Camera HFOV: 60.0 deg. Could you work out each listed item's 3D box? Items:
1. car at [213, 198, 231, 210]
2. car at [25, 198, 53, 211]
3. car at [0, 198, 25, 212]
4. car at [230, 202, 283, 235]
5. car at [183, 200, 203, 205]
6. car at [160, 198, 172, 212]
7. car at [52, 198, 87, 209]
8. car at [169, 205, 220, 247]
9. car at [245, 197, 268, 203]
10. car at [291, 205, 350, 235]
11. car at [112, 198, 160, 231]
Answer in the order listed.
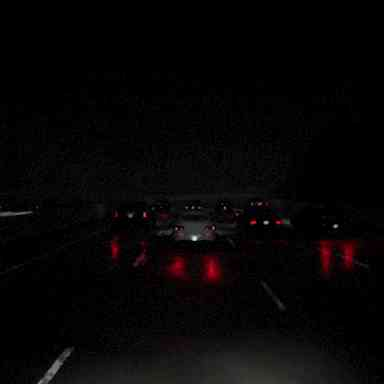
[{"bbox_3d":[3.603,1.483,38.825,1.837,1.490,4.892,0,0,0],"label":"car"},{"bbox_3d":[-17.577,1.469,40.233,2.128,1.511,4.902,0,0,0],"label":"car"},{"bbox_3d":[-21.081,1.471,39.190,2.128,1.511,4.902,0,0,0],"label":"car"},{"bbox_3d":[3.601,1.537,18.649,2.033,1.411,5.357,0,0,0],"label":"car"},{"bbox_3d":[0.103,1.528,33.647,2.033,1.411,5.357,0,0,0],"label":"car"},{"bbox_3d":[-3.397,1.470,38.760,2.128,1.511,4.902,0,0,0],"label":"car"},{"bbox_3d":[-14.088,1.525,39.312,2.033,1.411,5.357,0,0,0],"label":"car"},{"bbox_3d":[0.100,1.517,14.923,1.812,1.442,4.674,0,0,0],"label":"car"},{"bbox_3d":[7.103,1.331,36.982,2.097,1.767,4.553,0,0,0],"label":"car"},{"bbox_3d":[7.102,1.480,18.859,2.128,1.511,4.902,0,0,0],"label":"car"},{"bbox_3d":[-3.398,1.340,20.465,2.097,1.767,4.553,0,0,0],"label":"car"}]
